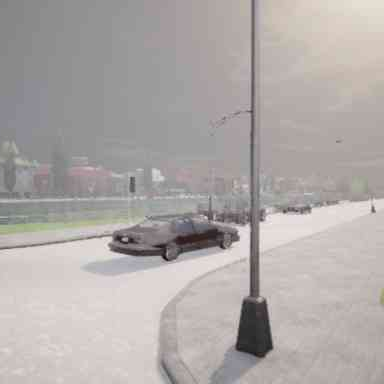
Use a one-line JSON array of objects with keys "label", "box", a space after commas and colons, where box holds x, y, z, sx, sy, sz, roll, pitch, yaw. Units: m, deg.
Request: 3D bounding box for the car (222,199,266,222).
[{"label": "car", "box": [3.594, 1.307, 24.082, 2.097, 1.767, 4.553, 0, 0, 36]}]

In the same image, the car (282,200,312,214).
[{"label": "car", "box": [10.812, 1.518, 34.201, 1.994, 1.385, 4.181, 0, 0, 36]}]

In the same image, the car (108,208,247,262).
[{"label": "car", "box": [-0.410, 1.517, 12.174, 2.033, 1.411, 5.357, 0, 0, 42]}]
